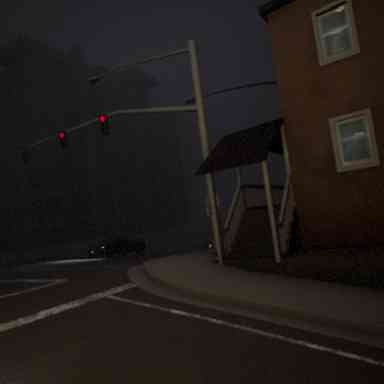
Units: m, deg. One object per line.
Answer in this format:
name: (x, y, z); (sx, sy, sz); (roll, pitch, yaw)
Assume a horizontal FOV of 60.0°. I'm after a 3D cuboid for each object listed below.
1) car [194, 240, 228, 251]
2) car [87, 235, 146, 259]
car: (2.164, 5.718, 33.982); (2.097, 1.767, 4.553); (-11, -18, 34)
car: (-5.254, 3.862, 23.816); (1.812, 1.442, 4.674); (-10, -10, 33)
